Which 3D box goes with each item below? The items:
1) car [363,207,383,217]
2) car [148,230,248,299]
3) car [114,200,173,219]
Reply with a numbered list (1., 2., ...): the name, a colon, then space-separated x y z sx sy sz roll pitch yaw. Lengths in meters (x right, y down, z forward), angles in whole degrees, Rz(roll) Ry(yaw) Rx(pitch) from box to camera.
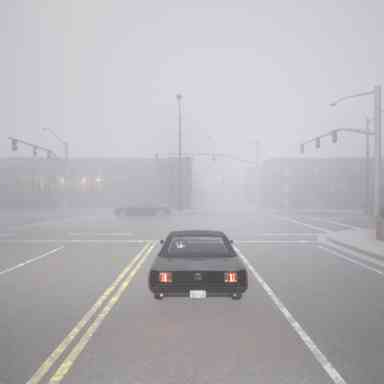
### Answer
1. car: 17.518 1.601 28.795 4.718 1.301 1.895 0 0 -1
2. car: 0.117 1.601 8.370 1.895 1.301 4.718 0 0 0
3. car: -4.195 1.477 28.730 5.008 1.535 1.882 0 0 0
